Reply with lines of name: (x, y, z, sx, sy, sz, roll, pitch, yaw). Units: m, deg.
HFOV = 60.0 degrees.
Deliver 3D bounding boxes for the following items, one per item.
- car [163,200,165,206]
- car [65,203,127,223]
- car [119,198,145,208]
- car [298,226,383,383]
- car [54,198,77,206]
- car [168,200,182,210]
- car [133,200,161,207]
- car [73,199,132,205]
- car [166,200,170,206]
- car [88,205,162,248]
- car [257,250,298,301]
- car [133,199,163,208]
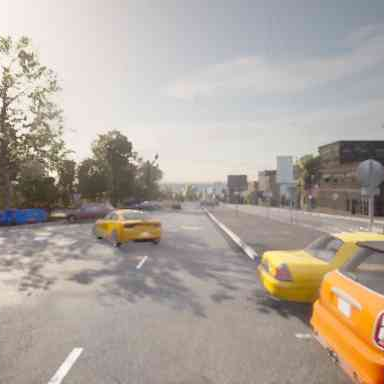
car: (-8.060, 2.574, 62.279, 5.008, 1.535, 2.097, 0, -1, 1)
car: (-8.312, 1.860, 28.232, 4.674, 1.452, 2.002, 0, -1, 0)
car: (-14.225, 2.582, 78.783, 5.566, 2.045, 2.150, 1, 1, 4)
car: (3.893, 1.358, 3.875, 4.553, 1.767, 2.185, 0, 0, 0)
car: (-30.041, 2.347, 78.916, 4.553, 1.767, 2.097, 1, 1, 0)
car: (-2.980, 2.727, 62.776, 1.895, 1.301, 4.718, 0, -1, 1)
car: (-8.109, 2.469, 55.730, 4.674, 1.452, 2.002, 0, -1, 1)
car: (-8.357, 1.763, 31.405, 4.553, 1.767, 2.185, 0, -1, 0)
car: (-7.769, 3.284, 93.904, 5.008, 1.535, 2.097, 0, -1, 1)
car: (-3.139, 1.580, 15.539, 1.882, 1.535, 5.008, 2, -2, -31)
car: (4.109, 1.496, 6.792, 5.366, 1.575, 1.946, 0, 0, 0)
car: (-8.077, 2.503, 59.006, 4.892, 1.521, 2.231, 0, -1, 0)
